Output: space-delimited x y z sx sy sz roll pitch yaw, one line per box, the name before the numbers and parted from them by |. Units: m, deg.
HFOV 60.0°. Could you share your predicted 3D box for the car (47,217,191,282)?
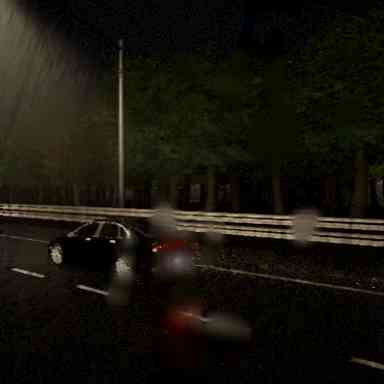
car | -2.311 1.510 9.820 4.892 1.490 1.837 0 0 36
